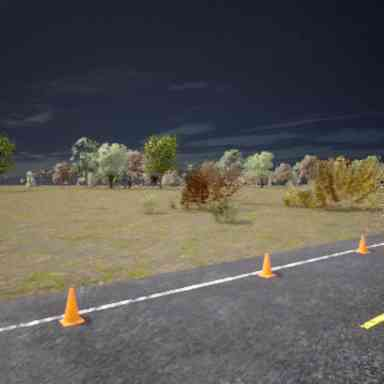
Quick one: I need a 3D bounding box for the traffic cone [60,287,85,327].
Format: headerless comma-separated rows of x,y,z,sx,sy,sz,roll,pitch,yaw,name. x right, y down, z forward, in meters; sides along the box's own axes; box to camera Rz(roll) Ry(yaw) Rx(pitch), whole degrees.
-2.072,1.951,5.760,0.340,0.580,0.340,-1,0,-36,traffic cone

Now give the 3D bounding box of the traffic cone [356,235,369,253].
5.973,1.810,11.617,0.340,0.580,0.340,-1,0,-36,traffic cone

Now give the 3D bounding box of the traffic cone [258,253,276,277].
1.962,1.880,8.672,0.340,0.580,0.340,-1,0,-36,traffic cone
